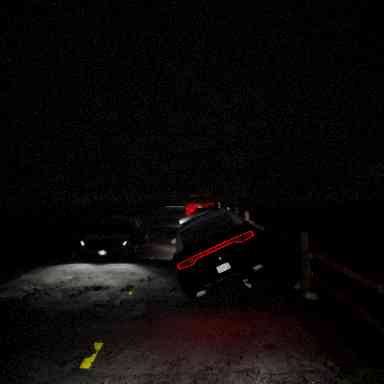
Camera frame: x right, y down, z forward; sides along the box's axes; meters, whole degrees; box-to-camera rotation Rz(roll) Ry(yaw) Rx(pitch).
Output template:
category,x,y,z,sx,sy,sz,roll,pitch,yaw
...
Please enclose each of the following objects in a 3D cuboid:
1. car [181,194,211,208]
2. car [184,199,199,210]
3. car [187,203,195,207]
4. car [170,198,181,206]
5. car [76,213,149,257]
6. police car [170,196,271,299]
category,x,y,z,sx,sy,sz,roll,pitch,yaw
car,0.687,1.239,24.495,2.150,2.045,5.566,-3,-2,3
car,-0.055,1.731,46.487,2.033,1.411,5.357,0,0,0
car,0.799,1.569,18.552,1.812,1.442,4.674,0,0,0
car,-2.840,1.823,60.681,1.837,1.490,4.892,0,-1,0
car,-2.866,1.571,13.306,2.033,1.411,5.357,0,0,0
police car,0.488,1.210,8.672,1.930,1.638,5.238,-25,0,0
